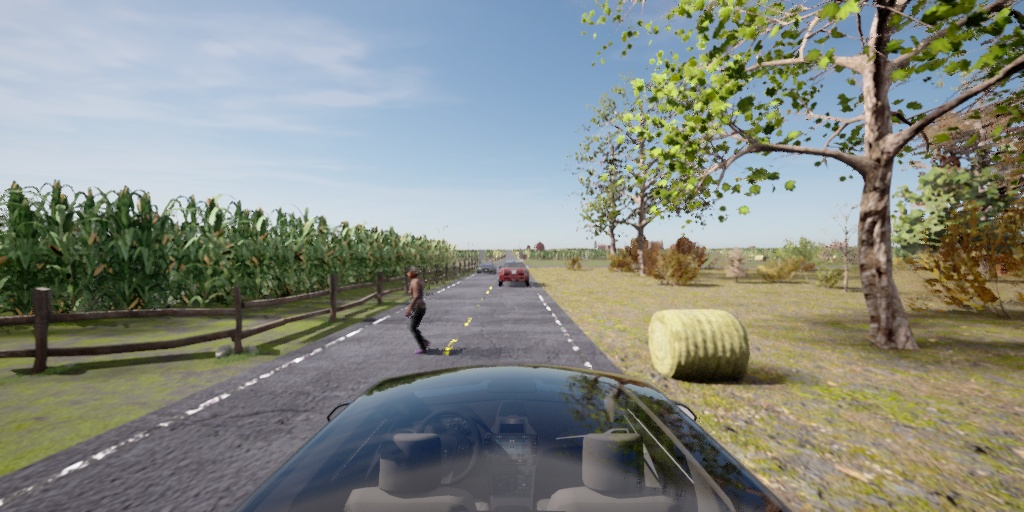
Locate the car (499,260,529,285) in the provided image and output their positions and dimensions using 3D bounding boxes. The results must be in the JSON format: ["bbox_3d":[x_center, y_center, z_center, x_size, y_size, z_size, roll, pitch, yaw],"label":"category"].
[{"bbox_3d":[0.139,1.124,26.148,2.097,1.767,4.553,0,0,0],"label":"car"}]

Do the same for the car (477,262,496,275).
[{"bbox_3d":[-2.781,1.335,39.974,1.994,1.385,4.181,0,0,0],"label":"car"}]

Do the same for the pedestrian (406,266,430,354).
[{"bbox_3d":[-1.936,1.052,7.287,0.375,1.860,0.375,0,0,0],"label":"pedestrian"}]

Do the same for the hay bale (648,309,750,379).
[{"bbox_3d":[3.131,1.410,6.162,1.220,1.180,1.240,0,0,0],"label":"hay bale"}]
